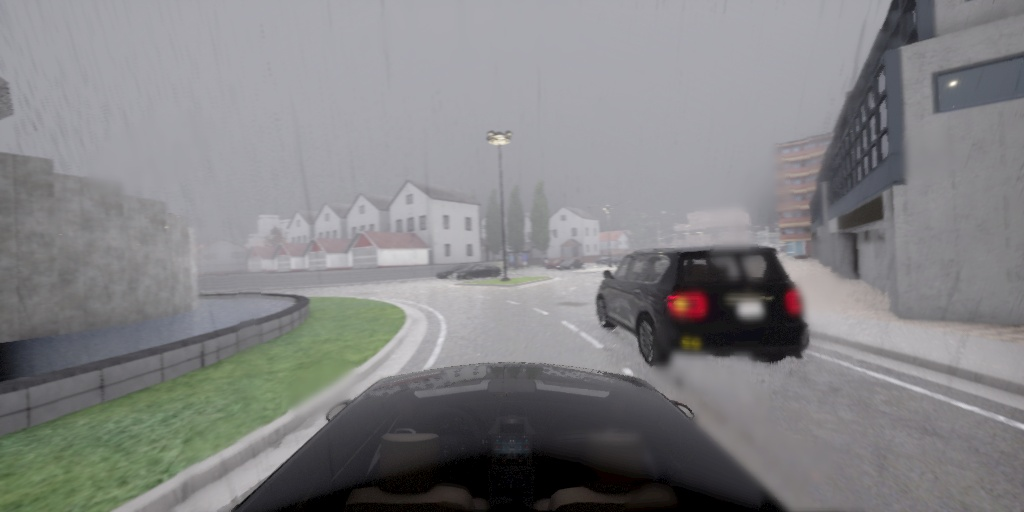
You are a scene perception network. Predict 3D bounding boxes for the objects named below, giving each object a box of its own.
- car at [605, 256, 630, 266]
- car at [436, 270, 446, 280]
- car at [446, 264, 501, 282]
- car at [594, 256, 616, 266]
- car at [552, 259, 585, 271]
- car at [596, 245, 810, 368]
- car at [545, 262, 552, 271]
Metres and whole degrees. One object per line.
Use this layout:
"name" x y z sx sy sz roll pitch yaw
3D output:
"car" 17.047 0.790 57.767 2.033 1.411 5.357 -3 0 38
"car" -5.334 1.618 36.539 5.008 1.535 1.882 -2 0 -41
"car" -3.280 1.529 33.779 4.902 1.511 2.128 -2 0 -40
"car" 16.238 0.777 62.452 1.882 1.535 5.008 -3 0 38
"car" 7.519 1.114 45.352 1.837 1.490 4.892 -3 0 38
"car" 3.367 0.847 7.682 2.150 2.045 5.566 -2 0 1
"car" 6.495 1.152 49.734 1.882 1.535 5.008 -3 0 38
